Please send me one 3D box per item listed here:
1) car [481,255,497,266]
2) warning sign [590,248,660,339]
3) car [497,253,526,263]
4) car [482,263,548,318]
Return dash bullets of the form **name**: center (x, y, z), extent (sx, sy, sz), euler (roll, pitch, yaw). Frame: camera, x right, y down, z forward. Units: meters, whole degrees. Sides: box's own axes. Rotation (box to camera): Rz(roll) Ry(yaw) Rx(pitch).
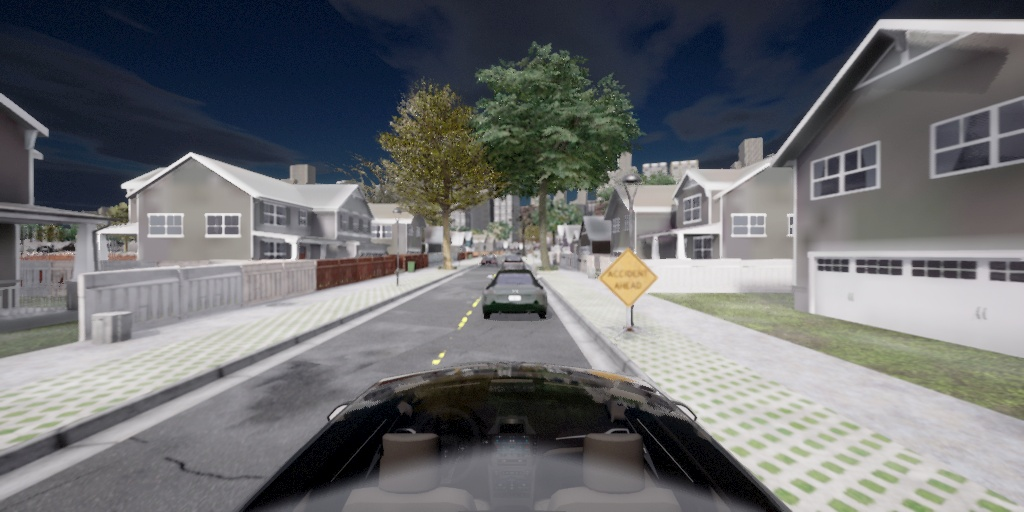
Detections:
- **car**: center (-2.768, 0.524, 44.578), extent (1.994, 1.385, 4.181), euler (0, 1, 0)
- **warning sign**: center (2.526, 0.750, 7.782), extent (1.300, 1.860, 1.060), euler (0, 0, 0)
- **car**: center (0.131, 0.721, 29.412), extent (2.128, 1.511, 4.902), euler (0, 1, 0)
- **car**: center (0.093, 1.116, 12.090), extent (1.994, 1.385, 4.181), euler (0, 1, 0)
